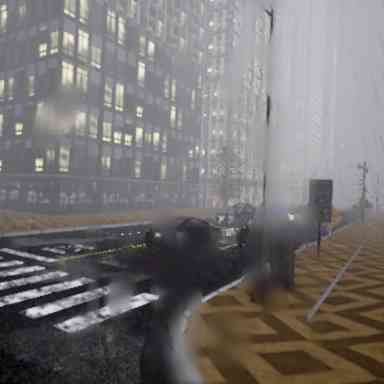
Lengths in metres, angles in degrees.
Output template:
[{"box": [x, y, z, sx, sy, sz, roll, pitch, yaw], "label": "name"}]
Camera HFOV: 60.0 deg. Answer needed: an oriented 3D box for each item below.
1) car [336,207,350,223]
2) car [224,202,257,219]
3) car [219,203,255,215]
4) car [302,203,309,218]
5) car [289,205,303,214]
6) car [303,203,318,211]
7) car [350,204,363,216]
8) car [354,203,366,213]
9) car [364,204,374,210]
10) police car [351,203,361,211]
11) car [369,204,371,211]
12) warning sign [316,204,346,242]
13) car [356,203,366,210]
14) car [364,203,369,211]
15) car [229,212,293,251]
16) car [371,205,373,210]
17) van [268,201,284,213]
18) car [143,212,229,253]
[{"box": [15.202, 2.465, 35.330, 1.947, 1.339, 4.313, 2, 0, 31], "label": "car"}, {"box": [5.127, 1.902, 34.878, 1.967, 1.590, 4.097, 2, 0, 31], "label": "car"}, {"box": [3.496, 1.872, 27.198, 2.128, 1.511, 4.902, 2, 0, 31], "label": "car"}, {"box": [15.269, 2.472, 40.503, 1.994, 1.385, 4.181, 2, 0, 32], "label": "car"}, {"box": [14.701, 2.455, 45.446, 1.994, 1.385, 4.181, 2, 0, 32], "label": "car"}, {"box": [22.709, 2.839, 63.787, 1.802, 1.307, 4.206, 2, 0, 31], "label": "car"}, {"box": [23.997, 2.863, 49.789, 1.947, 1.339, 4.313, 2, 0, 31], "label": "car"}, {"box": [26.928, 3.011, 54.608, 1.802, 1.307, 4.206, 2, 0, 31], "label": "car"}, {"box": [44.520, 3.765, 83.525, 1.887, 1.381, 4.507, 2, 0, 31], "label": "car"}, {"box": [37.580, 3.338, 76.101, 1.930, 1.638, 5.238, 2, 0, 26], "label": "police car"}, {"box": [32.792, 3.260, 64.247, 1.947, 1.339, 4.313, 2, 0, 31], "label": "car"}, {"box": [7.595, 1.662, 18.191, 1.300, 1.860, 1.060, 3, 1, 31], "label": "warning sign"}, {"box": [42.920, 3.658, 84.475, 1.837, 1.490, 4.892, 3, 0, 31], "label": "car"}, {"box": [29.865, 3.002, 59.428, 1.967, 1.590, 4.097, 2, 0, 31], "label": "car"}, {"box": [3.586, 1.921, 15.988, 2.008, 1.369, 4.403, 2, 0, 31], "label": "car"}, {"box": [38.656, 3.524, 73.886, 1.947, 1.339, 4.313, 2, 0, 31], "label": "car"}, {"box": [10.992, 2.069, 44.516, 1.690, 1.788, 3.998, 2, 0, 31], "label": "van"}, {"box": [-0.273, 1.765, 14.948, 1.994, 1.385, 4.181, 2, 0, 32], "label": "car"}]
